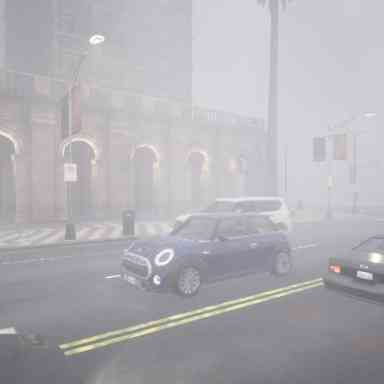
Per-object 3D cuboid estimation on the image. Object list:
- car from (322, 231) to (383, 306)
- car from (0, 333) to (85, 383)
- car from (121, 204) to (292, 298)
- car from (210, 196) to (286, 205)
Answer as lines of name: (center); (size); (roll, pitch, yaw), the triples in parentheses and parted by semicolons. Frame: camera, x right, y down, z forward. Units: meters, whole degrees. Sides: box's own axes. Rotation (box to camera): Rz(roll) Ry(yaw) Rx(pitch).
car: (5.156, 1.547, 7.451); (5.357, 1.411, 2.033); (0, 0, -35)
car: (-3.179, 1.547, 1.473); (5.357, 1.411, 2.033); (0, 0, -36)
car: (0.492, 1.352, 8.653); (4.553, 1.767, 2.097); (0, 0, -36)
car: (1.815, 1.221, 13.910); (5.566, 2.045, 2.150); (0, 0, -36)
